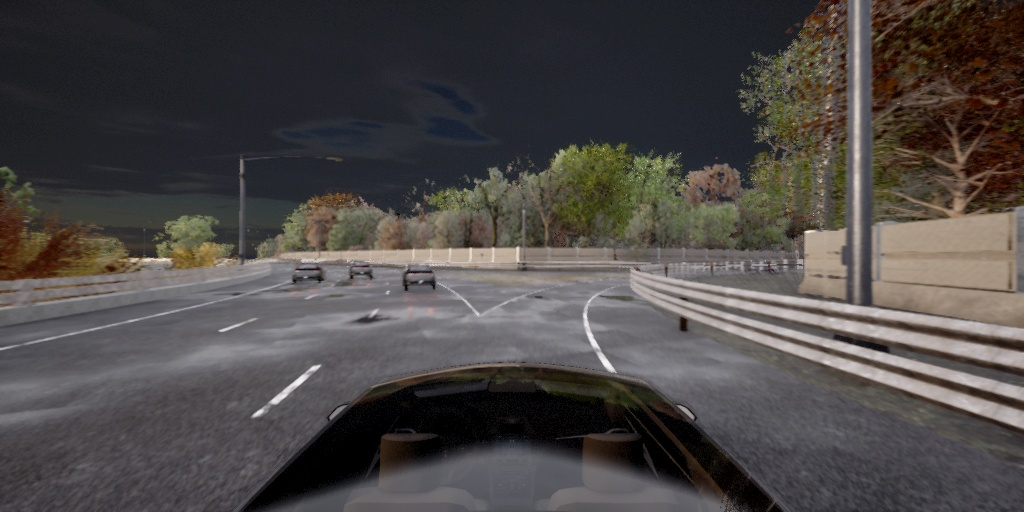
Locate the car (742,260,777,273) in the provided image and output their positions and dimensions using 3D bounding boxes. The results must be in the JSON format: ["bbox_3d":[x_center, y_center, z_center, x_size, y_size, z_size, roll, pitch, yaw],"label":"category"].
[{"bbox_3d":[31.601,1.302,45.780,5.008,1.535,1.882,0,0,-23],"label":"car"}]

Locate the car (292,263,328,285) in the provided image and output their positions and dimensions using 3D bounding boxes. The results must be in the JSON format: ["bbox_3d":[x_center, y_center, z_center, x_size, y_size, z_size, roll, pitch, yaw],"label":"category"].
[{"bbox_3d":[-14.848,1.239,26.476,2.128,1.511,4.902,0,0,-22],"label":"car"}]

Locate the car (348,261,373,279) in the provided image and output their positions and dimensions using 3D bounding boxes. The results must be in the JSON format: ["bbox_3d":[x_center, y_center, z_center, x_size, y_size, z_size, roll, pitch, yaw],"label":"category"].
[{"bbox_3d":[-14.046,1.245,33.229,2.128,1.511,4.902,0,0,-26],"label":"car"}]

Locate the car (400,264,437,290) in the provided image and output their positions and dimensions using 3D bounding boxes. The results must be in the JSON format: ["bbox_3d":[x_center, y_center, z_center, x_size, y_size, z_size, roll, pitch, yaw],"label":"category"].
[{"bbox_3d":[-5.857,1.248,22.386,2.128,1.511,4.902,0,0,-18],"label":"car"}]
